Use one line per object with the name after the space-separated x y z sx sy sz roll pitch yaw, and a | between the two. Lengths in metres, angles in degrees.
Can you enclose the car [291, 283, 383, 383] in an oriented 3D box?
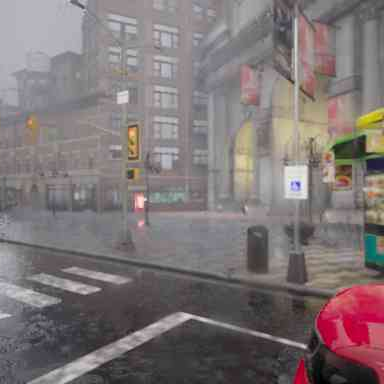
3.361 1.215 1.578 5.566 2.045 2.150 0 0 36 | car
